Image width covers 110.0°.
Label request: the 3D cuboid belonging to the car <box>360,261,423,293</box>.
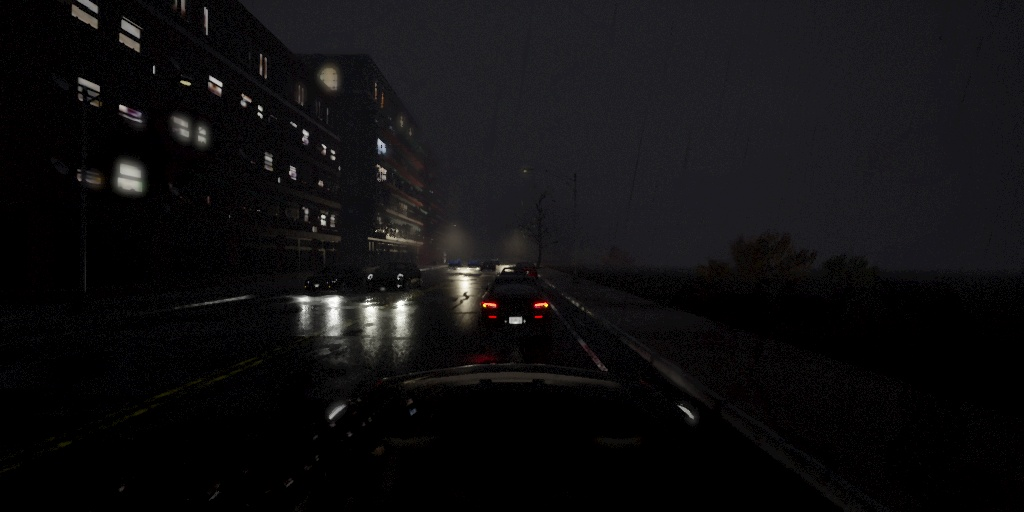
[{"bbox_3d":[-6.634,1.105,20.633,2.097,1.767,4.553,0,0,0],"label":"car"}]

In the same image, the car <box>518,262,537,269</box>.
[{"bbox_3d":[1.089,1.231,30.030,1.882,1.535,5.008,0,0,0],"label":"car"}]

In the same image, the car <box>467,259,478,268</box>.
[{"bbox_3d":[-6.671,1.229,62.777,1.882,1.535,5.008,0,0,0],"label":"car"}]

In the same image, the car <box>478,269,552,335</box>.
[{"bbox_3d":[0.078,1.277,10.336,1.812,1.442,4.674,0,0,0],"label":"car"}]

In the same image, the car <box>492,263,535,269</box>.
[{"bbox_3d":[0.069,1.317,20.503,1.994,1.385,4.181,0,0,0],"label":"car"}]

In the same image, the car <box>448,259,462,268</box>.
[{"bbox_3d":[-9.920,1.229,62.715,1.882,1.535,5.008,0,0,0],"label":"car"}]

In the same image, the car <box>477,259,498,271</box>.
[{"bbox_3d":[-3.289,1.317,49.490,1.994,1.385,4.181,0,0,-1],"label":"car"}]

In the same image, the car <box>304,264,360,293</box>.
[{"bbox_3d":[-9.884,1.257,20.564,1.837,1.490,4.892,0,0,0],"label":"car"}]
